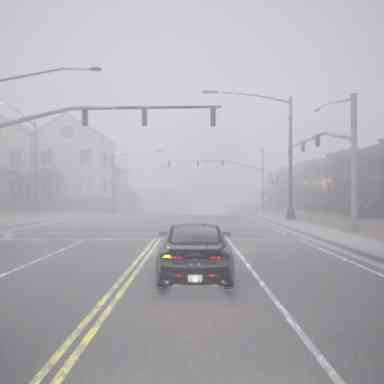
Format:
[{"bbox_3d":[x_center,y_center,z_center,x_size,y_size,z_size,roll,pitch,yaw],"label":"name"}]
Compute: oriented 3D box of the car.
[{"bbox_3d":[0.086,1.570,9.414,1.837,1.490,4.892,0,0,0],"label":"car"}]
